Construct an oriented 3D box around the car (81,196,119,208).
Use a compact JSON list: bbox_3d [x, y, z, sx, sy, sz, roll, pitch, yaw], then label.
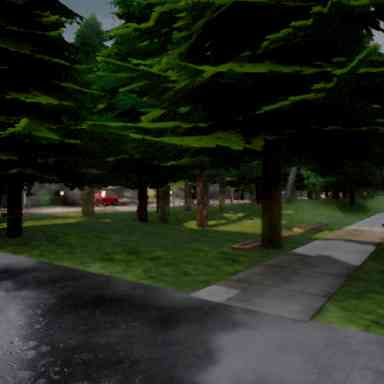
[{"bbox_3d":[-12.925,1.119,47.102,2.150,2.045,5.566,0,0,36],"label":"car"}]
